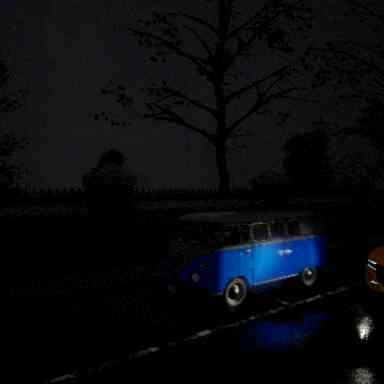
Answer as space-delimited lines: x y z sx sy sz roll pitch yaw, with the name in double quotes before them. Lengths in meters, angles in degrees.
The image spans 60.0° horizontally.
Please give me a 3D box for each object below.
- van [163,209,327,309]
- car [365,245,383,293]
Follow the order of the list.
"van" 1.317 1.305 7.499 3.998 1.788 1.690 0 0 -36
"car" 5.908 1.416 7.592 5.008 1.535 1.882 0 0 -36
